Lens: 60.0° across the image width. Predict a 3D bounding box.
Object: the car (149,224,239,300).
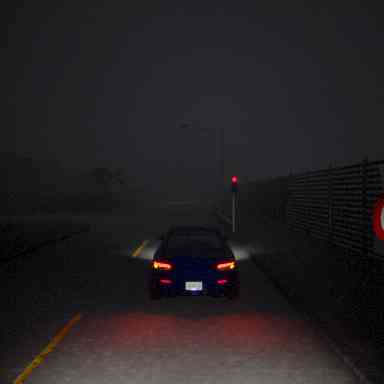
[{"bbox_3d":[0.055,1.526,8.290,1.812,1.442,4.674,0,0,1],"label":"car"}]
